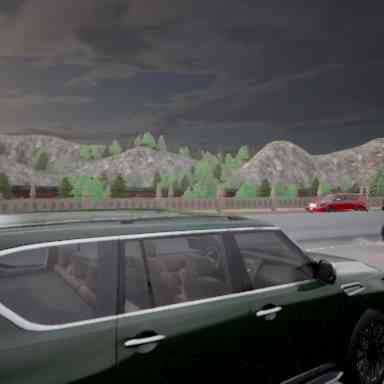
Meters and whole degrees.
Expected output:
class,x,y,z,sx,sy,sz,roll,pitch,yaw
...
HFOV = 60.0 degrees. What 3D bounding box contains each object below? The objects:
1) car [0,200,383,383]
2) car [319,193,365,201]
class,x,y,z,sx,sy,sz,roll,pitch,yaw
car,-0.018,1.205,3.597,5.566,2.045,2.150,0,0,-34
car,12.925,1.126,29.786,5.566,2.045,2.150,0,0,-20
